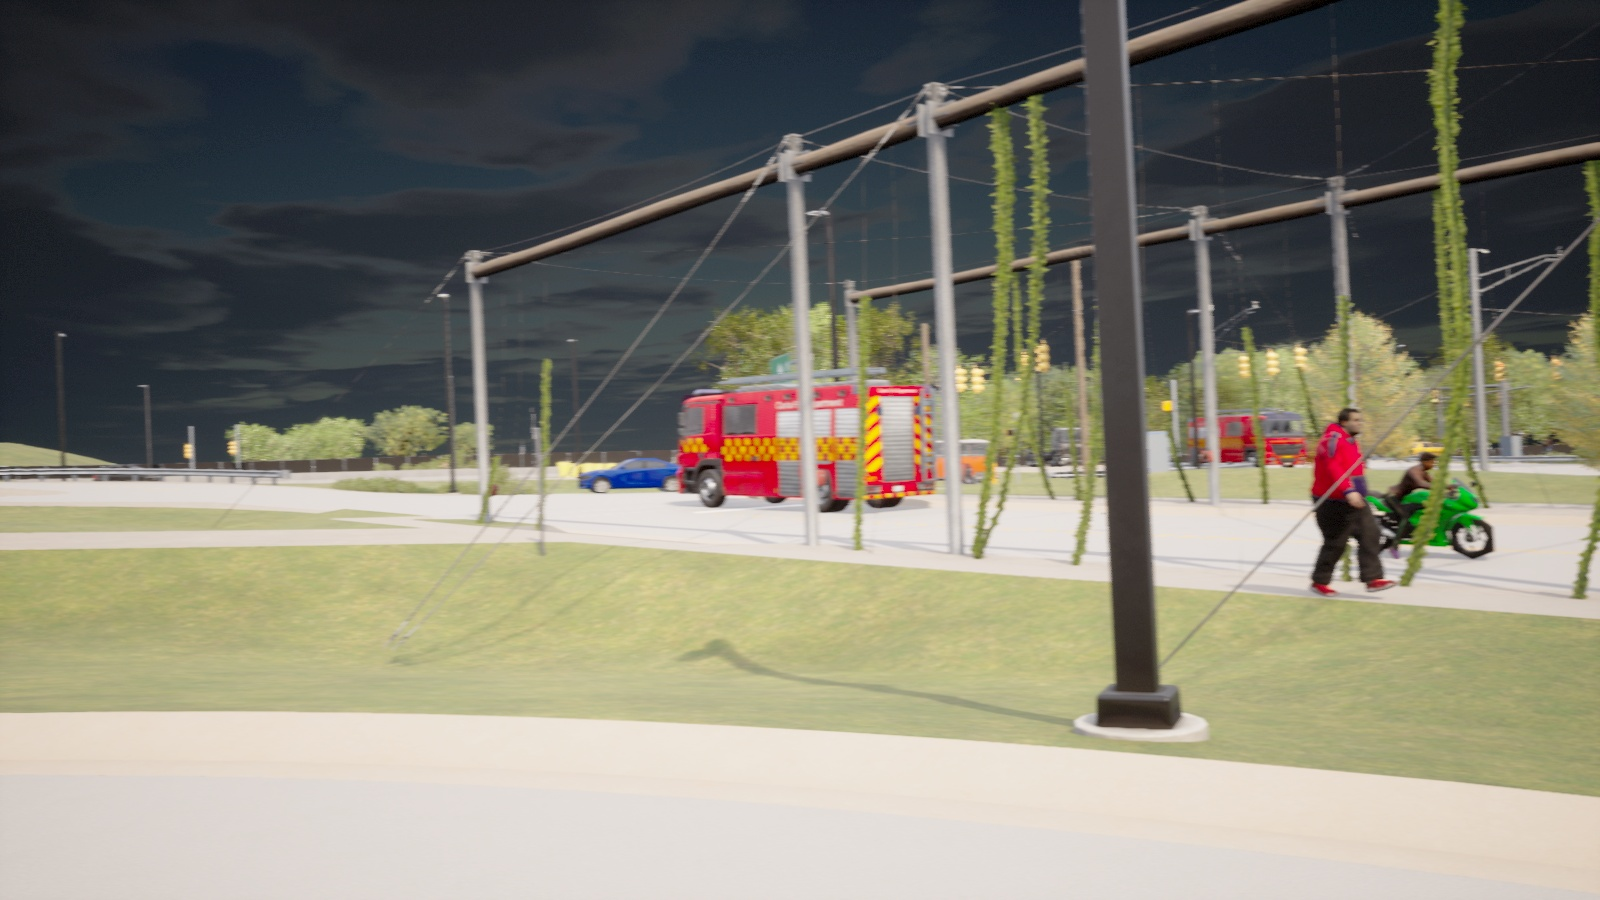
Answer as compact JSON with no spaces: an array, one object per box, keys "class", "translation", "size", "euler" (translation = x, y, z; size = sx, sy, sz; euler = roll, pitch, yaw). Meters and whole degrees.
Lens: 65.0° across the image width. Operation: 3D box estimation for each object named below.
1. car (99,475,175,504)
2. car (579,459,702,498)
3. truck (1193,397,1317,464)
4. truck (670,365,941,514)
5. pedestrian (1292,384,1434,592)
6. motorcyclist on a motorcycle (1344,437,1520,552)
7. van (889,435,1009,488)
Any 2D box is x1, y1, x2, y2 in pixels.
[{"class":"car","translation":[-39.692,2.364,75.241],"size":[3.705,1.549,1.789],"euler":[-2,-1,-15]},{"class":"car","translation":[-6.959,1.233,54.745],"size":[5.008,1.535,1.882],"euler":[-2,-1,-17]},{"class":"truck","translation":[28.180,-1.164,78.251],"size":[2.891,3.827,8.468],"euler":[-2,1,-14]},{"class":"truck","translation":[-0.087,-0.238,36.352],"size":[2.891,3.827,8.468],"euler":[-3,1,-40]},{"class":"pedestrian","translation":[5.219,0.348,11.659],"size":[0.634,1.844,0.899],"euler":[-3,-1,-40]},{"class":"motorcyclist on a motorcycle","translation":[9.049,0.630,18.056],"size":[0.797,1.523,2.044],"euler":[-3,0,-41]},{"class":"van","translation":[6.068,0.466,51.169],"size":[4.442,1.987,1.775],"euler":[-2,-1,-16]}]
